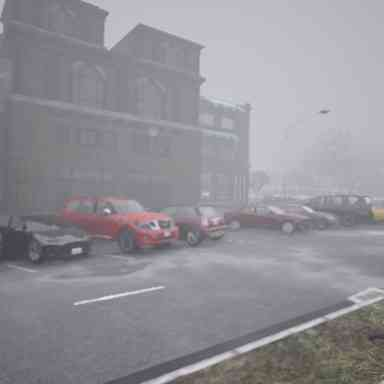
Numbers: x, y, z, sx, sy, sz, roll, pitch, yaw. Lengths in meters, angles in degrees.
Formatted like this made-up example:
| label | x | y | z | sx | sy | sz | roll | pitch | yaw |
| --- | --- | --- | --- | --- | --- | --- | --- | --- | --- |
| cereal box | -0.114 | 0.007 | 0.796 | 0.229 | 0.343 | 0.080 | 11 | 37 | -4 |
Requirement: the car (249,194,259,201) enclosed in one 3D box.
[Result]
| label | x | y | z | sx | sy | sz | roll | pitch | yaw |
| --- | --- | --- | --- | --- | --- | --- | --- | --- | --- |
| car | 11.080 | 1.145 | 53.999 | 1.946 | 1.575 | 5.366 | 0 | -1 | 35 |

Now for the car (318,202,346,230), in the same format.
| label | x | y | z | sx | sy | sz | roll | pitch | yaw |
| --- | --- | --- | --- | --- | --- | --- | --- | --- | --- |
| car | 6.648 | 1.508 | 20.651 | 4.674 | 1.452 | 2.002 | -1 | -1 | 35 |

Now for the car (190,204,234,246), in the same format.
| label | x | y | z | sx | sy | sz | roll | pitch | yaw |
| --- | --- | --- | --- | --- | --- | --- | --- | --- | --- |
| car | -0.719 | 1.342 | 15.405 | 4.553 | 1.767 | 2.185 | -1 | -1 | 35 |

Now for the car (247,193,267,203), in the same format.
| label | x | y | z | sx | sy | sz | roll | pitch | yaw |
| --- | --- | --- | --- | --- | --- | --- | --- | --- | --- |
| car | 15.249 | 1.412 | 77.401 | 2.435 | 2.045 | 5.566 | 1 | -2 | 35 |

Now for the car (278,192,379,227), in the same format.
| label | x | y | z | sx | sy | sz | roll | pitch | yaw |
| --- | --- | --- | --- | --- | --- | --- | --- | --- | --- |
| car | 9.084 | 1.209 | 22.404 | 5.566 | 2.045 | 2.435 | -1 | 0 | 35 |

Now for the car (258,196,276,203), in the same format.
| label | x | y | z | sx | sy | sz | roll | pitch | yaw |
| --- | --- | --- | --- | --- | --- | --- | --- | --- | --- |
| car | 16.967 | 1.665 | 74.933 | 2.231 | 1.521 | 4.892 | 1 | -2 | 35 |

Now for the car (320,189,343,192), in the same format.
| label | x | y | z | sx | sy | sz | roll | pitch | yaw |
| --- | --- | --- | --- | --- | --- | --- | --- | --- | --- |
| car | 17.710 | 0.890 | 44.089 | 2.435 | 2.045 | 5.566 | 1 | -1 | 35 |

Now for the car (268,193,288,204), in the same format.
| label | x | y | z | sx | sy | sz | roll | pitch | yaw |
| --- | --- | --- | --- | --- | --- | --- | --- | --- | --- |
| car | 18.731 | 1.414 | 72.479 | 2.435 | 2.045 | 5.566 | 1 | -2 | 35 |

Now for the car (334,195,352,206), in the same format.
| label | x | y | z | sx | sy | sz | roll | pitch | yaw |
| --- | --- | --- | --- | --- | --- | --- | --- | --- | --- |
| car | 27.330 | 1.536 | 60.051 | 2.185 | 1.767 | 4.553 | 1 | -2 | 35 |

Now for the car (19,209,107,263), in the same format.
| label | x | y | z | sx | sy | sz | roll | pitch | yaw |
| --- | --- | --- | --- | --- | --- | --- | --- | --- | --- |
| car | -5.618 | 1.495 | 11.930 | 4.792 | 1.488 | 2.163 | -1 | -1 | 35 |

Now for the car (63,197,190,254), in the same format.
| label | x | y | z | sx | sy | sz | roll | pitch | yaw |
| --- | --- | --- | --- | --- | --- | --- | --- | --- | --- |
| car | -3.168 | 1.215 | 13.679 | 5.566 | 2.045 | 2.435 | -1 | -1 | 35 |

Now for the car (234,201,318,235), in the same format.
| label | x | y | z | sx | sy | sz | roll | pitch | yaw |
| --- | --- | --- | --- | --- | --- | --- | --- | --- | --- |
| car | 4.175 | 1.470 | 18.908 | 5.008 | 1.535 | 2.097 | -1 | -1 | 35 |

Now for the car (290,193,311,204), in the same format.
| label | x | y | z | sx | sy | sz | roll | pitch | yaw |
| --- | --- | --- | --- | --- | --- | --- | --- | --- | --- |
| car | 22.139 | 1.410 | 67.460 | 2.435 | 2.045 | 5.566 | 1 | -2 | 35 |

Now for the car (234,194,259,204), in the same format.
| label | x | y | z | sx | sy | sz | roll | pitch | yaw |
| --- | --- | --- | --- | --- | --- | --- | --- | --- | --- |
| car | 9.298 | 1.147 | 56.272 | 2.231 | 1.521 | 4.892 | 0 | -1 | 35 |

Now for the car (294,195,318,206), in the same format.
| label | x | y | z | sx | sy | sz | roll | pitch | yaw |
| --- | --- | --- | --- | --- | --- | --- | --- | --- | --- |
| car | 16.030 | 1.183 | 46.546 | 2.002 | 1.452 | 4.674 | 1 | 0 | 35 |

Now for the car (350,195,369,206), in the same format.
| label | x | y | z | sx | sy | sz | roll | pitch | yaw |
| --- | --- | --- | --- | --- | --- | --- | --- | --- | --- |
| car | 29.009 | 1.532 | 57.518 | 2.185 | 1.767 | 4.553 | 1 | -2 | 35 |

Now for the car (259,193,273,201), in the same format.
| label | x | y | z | sx | sy | sz | roll | pitch | yaw |
| --- | --- | --- | --- | --- | --- | --- | --- | --- | --- |
| car | 12.645 | 1.018 | 51.389 | 2.185 | 1.767 | 4.553 | 0 | -1 | 35 |

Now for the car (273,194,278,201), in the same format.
| label | x | y | z | sx | sy | sz | roll | pitch | yaw |
| --- | --- | --- | --- | --- | --- | --- | --- | --- | --- |
| car | 14.344 | 1.144 | 48.975 | 2.231 | 1.521 | 4.892 | 0 | -1 | 35 |

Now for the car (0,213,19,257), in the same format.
| label | x | y | z | sx | sy | sz | roll | pitch | yaw |
| --- | --- | --- | --- | --- | --- | --- | --- | --- | --- |
| car | -8.068 | 1.213 | 10.192 | 5.566 | 2.045 | 2.435 | -1 | -1 | 35 |

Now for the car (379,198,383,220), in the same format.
| label | x | y | z | sx | sy | sz | roll | pitch | yaw |
| --- | --- | --- | --- | --- | --- | --- | --- | --- | --- |
| car | 11.428 | 1.446 | 24.241 | 5.366 | 1.575 | 1.946 | -1 | 0 | 35 |

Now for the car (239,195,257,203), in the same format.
| label | x | y | z | sx | sy | sz | roll | pitch | yaw |
| --- | --- | --- | --- | --- | --- | --- | --- | --- | --- |
| car | 13.438 | 1.655 | 79.750 | 1.946 | 1.575 | 5.366 | 1 | -2 | 35 |
